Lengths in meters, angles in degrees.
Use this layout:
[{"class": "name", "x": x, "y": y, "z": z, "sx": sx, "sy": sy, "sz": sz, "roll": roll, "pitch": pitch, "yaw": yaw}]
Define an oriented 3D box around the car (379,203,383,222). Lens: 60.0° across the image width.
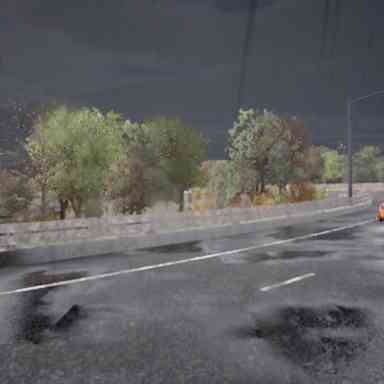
[{"class": "car", "x": 13.635, "y": 0.943, "z": 21.330, "sx": 2.097, "sy": 1.767, "sz": 4.553, "roll": 0, "pitch": 1, "yaw": 42}]
